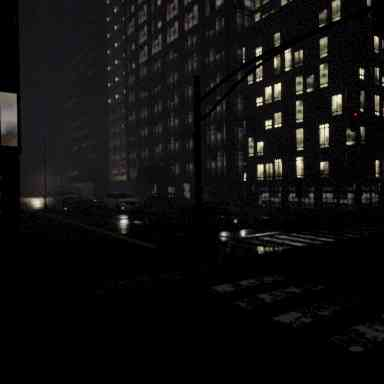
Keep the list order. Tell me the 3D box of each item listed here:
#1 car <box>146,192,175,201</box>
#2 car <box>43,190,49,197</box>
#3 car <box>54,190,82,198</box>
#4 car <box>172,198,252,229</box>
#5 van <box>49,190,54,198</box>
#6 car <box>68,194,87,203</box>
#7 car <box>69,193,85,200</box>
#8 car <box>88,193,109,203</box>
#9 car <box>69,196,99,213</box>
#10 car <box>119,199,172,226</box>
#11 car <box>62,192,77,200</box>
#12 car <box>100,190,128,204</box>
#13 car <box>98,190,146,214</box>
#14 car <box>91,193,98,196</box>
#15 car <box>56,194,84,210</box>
[{"bbox_3d":[-3.666,0.964,38.196,2.192,1.841,5.009,-1,1,-35],"label":"car"},{"bbox_3d":[-35.696,0.689,84.635,2.008,1.369,4.403,-1,1,-35],"label":"car"},{"bbox_3d":[-18.374,0.813,49.464,2.150,2.045,5.566,-1,1,-34],"label":"car"},{"bbox_3d":[1.105,1.382,21.071,2.128,1.511,4.902,-1,1,-35],"label":"car"},{"bbox_3d":[-32.492,0.532,79.989,1.690,1.788,3.998,-1,1,-35],"label":"van"},{"bbox_3d":[-19.344,1.083,56.181,1.895,1.301,4.718,-1,1,-35],"label":"car"},{"bbox_3d":[-22.883,0.890,66.061,1.887,1.381,4.507,-1,1,-35],"label":"car"},{"bbox_3d":[-15.966,0.920,56.809,1.882,1.535,5.008,-1,1,-35],"label":"car"},{"bbox_3d":[-10.539,1.354,33.408,1.947,1.339,4.313,-1,1,-35],"label":"car"},{"bbox_3d":[-2.905,1.455,22.389,2.008,1.369,4.403,-1,1,-35],"label":"car"},{"bbox_3d":[-26.086,0.734,70.704,1.967,1.590,4.097,-1,1,-35],"label":"car"},{"bbox_3d":[-12.038,0.734,51.049,2.150,2.045,5.566,-1,1,-35],"label":"car"},{"bbox_3d":[-6.960,0.991,32.763,2.150,2.045,5.566,-1,1,-34],"label":"car"},{"bbox_3d":[-13.824,1.116,48.264,2.033,1.411,5.357,-1,1,-34],"label":"car"},{"bbox_3d":[-13.743,1.289,38.052,2.008,1.369,4.403,-1,1,-35],"label":"car"}]
